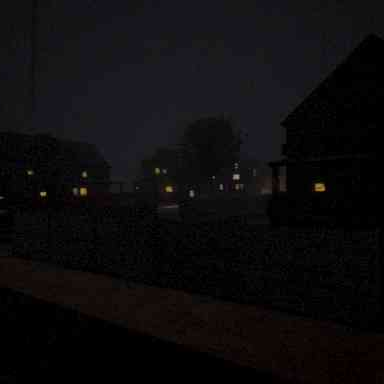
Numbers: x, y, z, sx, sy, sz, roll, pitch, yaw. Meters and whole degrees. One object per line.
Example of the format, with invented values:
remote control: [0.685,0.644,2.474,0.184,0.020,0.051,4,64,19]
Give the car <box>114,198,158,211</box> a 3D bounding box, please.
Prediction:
car: [-4.918,1.194,28.965,1.994,1.385,4.181,0,2,36]

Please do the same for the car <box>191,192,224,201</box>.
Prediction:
car: [1.840,0.836,38.408,1.882,1.535,5.008,0,2,36]

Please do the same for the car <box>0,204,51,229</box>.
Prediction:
car: [-10.757,1.430,20.786,1.994,1.385,4.181,0,2,35]
